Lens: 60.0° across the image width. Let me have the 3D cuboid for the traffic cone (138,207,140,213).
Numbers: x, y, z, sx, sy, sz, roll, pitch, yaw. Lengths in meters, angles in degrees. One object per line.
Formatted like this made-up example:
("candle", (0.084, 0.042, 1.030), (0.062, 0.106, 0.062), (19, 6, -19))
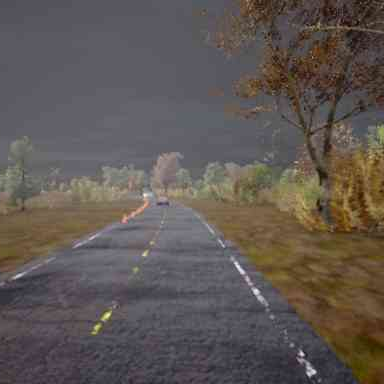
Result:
("traffic cone", (-5.449, 1.863, 33.889), (0.340, 0.580, 0.340), (0, 0, -4))

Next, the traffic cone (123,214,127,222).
("traffic cone", (-4.838, 1.889, 23.963), (0.340, 0.580, 0.340), (0, 0, -3))

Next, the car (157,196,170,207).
("car", (-4.276, 1.345, 48.983), (1.882, 1.535, 5.008), (0, 0, -6))
